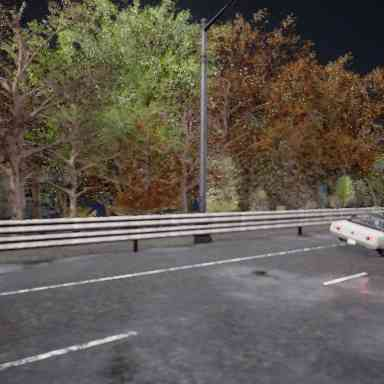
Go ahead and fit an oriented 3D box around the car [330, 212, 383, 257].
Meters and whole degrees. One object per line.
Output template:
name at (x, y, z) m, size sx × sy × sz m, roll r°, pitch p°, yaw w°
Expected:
car at (7.779, 1.576, 13.551) m, size 4.718 × 1.301 × 1.895 m, roll 1°, pitch 12°, yaw -35°
